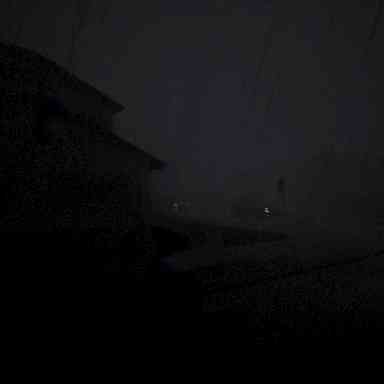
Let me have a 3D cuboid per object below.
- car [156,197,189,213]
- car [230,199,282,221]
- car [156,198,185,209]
[{"bbox_3d":[-2.223,1.352,37.315,2.097,1.767,4.553,0,0,-35],"label":"car"},{"bbox_3d":[5.152,1.351,26.890,2.097,1.767,4.553,0,0,-35],"label":"car"},{"bbox_3d":[-3.042,1.526,45.691,1.812,1.442,4.674,0,0,-35],"label":"car"}]
